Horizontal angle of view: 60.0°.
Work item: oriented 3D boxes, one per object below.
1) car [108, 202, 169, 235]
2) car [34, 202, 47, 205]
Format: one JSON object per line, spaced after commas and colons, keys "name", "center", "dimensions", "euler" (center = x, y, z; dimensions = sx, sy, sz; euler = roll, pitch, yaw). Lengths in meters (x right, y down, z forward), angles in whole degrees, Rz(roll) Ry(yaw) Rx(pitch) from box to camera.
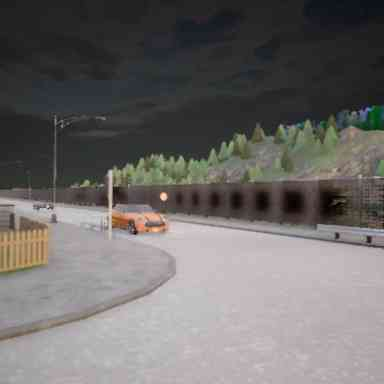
{"name": "car", "center": [-3.184, 1.430, 19.374], "dimensions": [2.097, 1.767, 4.553], "euler": [1, 0, -36]}
{"name": "car", "center": [-17.646, 1.462, 39.643], "dimensions": [1.994, 1.385, 4.181], "euler": [1, 0, -36]}
